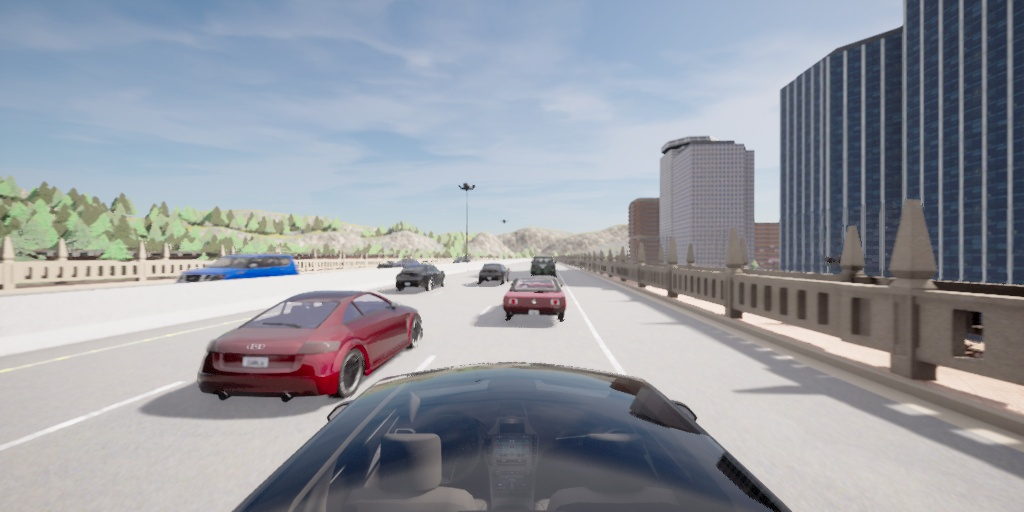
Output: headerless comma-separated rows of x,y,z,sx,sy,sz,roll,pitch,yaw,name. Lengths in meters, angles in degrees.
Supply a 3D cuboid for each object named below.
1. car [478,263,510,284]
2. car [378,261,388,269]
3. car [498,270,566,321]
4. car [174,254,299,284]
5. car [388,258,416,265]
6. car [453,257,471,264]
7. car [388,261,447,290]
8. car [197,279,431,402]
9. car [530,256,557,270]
-1.277,1.266,26.562,1.837,1.490,4.892,0,0,6,car
-16.668,1.348,49.582,1.895,1.301,4.718,0,0,6,car
0.848,1.354,12.578,1.895,1.301,4.718,0,0,5,car
-12.949,0.916,17.469,2.150,2.045,5.566,0,0,6,car
-13.529,1.102,45.900,2.097,1.767,4.553,0,0,6,car
-8.438,1.107,61.108,2.150,2.045,5.566,0,0,6,car
-5.306,1.238,21.412,1.837,1.490,4.892,0,0,6,car
-3.099,1.297,6.497,1.994,1.385,4.181,0,0,3,car
2.782,1.012,31.945,2.150,2.045,5.566,0,0,6,car
